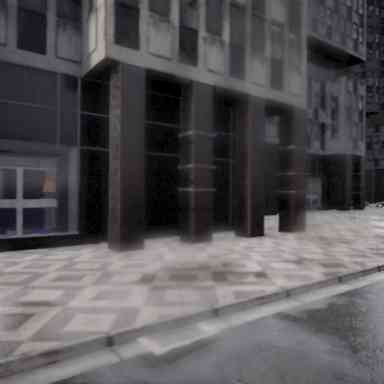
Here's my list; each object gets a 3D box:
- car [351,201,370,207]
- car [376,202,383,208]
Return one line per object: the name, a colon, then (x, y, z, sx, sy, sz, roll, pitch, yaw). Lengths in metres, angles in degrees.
car: (29.370, 1.966, 59.114, 1.802, 1.307, 4.206, 0, -1, -35)
car: (32.646, 1.895, 54.513, 2.008, 1.369, 4.403, 0, -1, -35)
